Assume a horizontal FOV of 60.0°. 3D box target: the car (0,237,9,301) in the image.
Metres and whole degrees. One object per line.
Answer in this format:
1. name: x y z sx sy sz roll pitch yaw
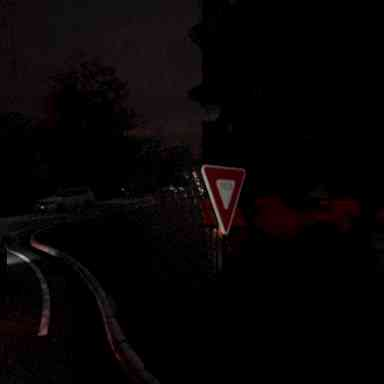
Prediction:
1. car: -5.414 1.557 7.810 1.837 1.490 4.892 0 0 -29

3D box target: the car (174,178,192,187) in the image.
1. car: -1.501 -1.609 56.740 2.033 1.411 5.357 0 5 15

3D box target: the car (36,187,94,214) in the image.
1. car: -11.402 0.710 30.386 2.150 2.045 5.566 0 4 25

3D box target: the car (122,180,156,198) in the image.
1. car: -6.482 -0.439 41.516 2.150 2.045 5.566 0 5 22
